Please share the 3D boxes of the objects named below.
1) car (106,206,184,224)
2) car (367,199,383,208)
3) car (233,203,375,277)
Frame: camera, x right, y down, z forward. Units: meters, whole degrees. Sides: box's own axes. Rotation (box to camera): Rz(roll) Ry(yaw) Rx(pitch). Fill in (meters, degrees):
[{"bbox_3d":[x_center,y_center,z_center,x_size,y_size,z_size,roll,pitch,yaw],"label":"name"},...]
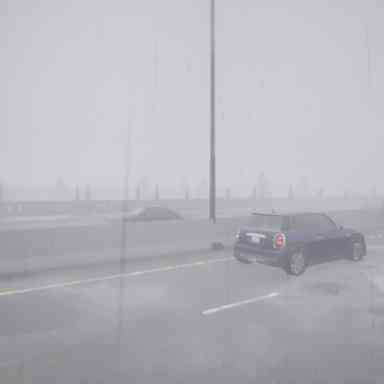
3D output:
[{"bbox_3d":[-2.646,1.526,19.279,4.674,1.442,1.812,0,0,-36],"label":"car"},{"bbox_3d":[23.137,1.566,41.398,4.181,1.385,1.994,0,0,-31],"label":"car"},{"bbox_3d":[3.512,1.352,10.548,4.553,1.767,2.097,0,0,-35],"label":"car"}]
